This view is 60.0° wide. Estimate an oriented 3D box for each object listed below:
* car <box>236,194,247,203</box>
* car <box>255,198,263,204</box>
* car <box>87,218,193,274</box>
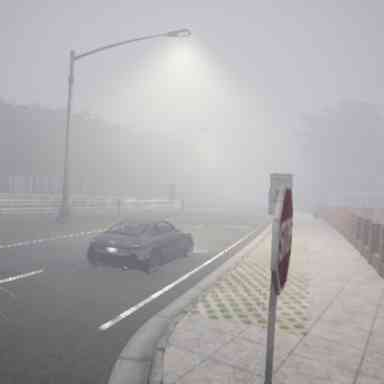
[{"bbox_3d":[13.270,2.093,85.508,2.128,1.511,4.902,3,0,11],"label":"car"},{"bbox_3d":[17.117,2.289,84.554,2.033,1.411,5.357,3,0,8],"label":"car"},{"bbox_3d":[-1.424,1.519,10.646,1.994,1.385,4.181,3,0,20],"label":"car"}]
